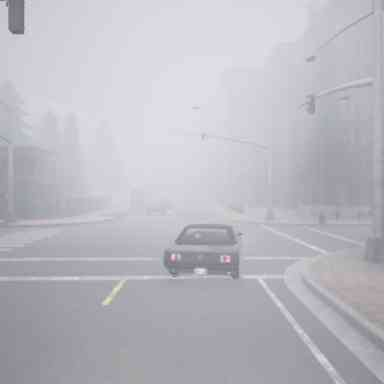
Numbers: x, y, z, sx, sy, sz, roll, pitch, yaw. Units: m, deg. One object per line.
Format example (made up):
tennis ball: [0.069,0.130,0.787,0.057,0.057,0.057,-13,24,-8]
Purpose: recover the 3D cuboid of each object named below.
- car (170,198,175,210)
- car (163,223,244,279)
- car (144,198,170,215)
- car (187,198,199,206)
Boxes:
car: [-3.585,1.652,43.101,1.895,1.301,4.718,0,0,0]
car: [0.587,1.613,10.184,1.895,1.301,4.718,0,0,10]
car: [-3.590,1.566,34.080,1.812,1.442,4.674,0,0,1]
car: [0.106,1.631,57.064,1.994,1.385,4.181,0,0,0]
